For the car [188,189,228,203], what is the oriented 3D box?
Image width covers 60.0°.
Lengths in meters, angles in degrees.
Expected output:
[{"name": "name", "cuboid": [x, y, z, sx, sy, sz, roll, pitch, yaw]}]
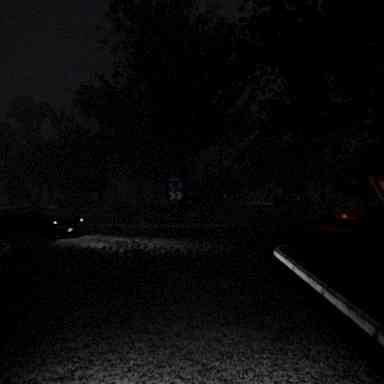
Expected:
[{"name": "car", "cuboid": [2.280, 0.639, 46.888, 5.566, 2.045, 2.150, 0, 1, 13]}]

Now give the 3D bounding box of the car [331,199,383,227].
[{"name": "car", "cuboid": [10.393, 1.183, 20.427, 5.008, 1.535, 1.882, -1, 2, -43]}]

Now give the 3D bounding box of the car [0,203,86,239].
[{"name": "car", "cuboid": [-7.344, 1.371, 15.932, 4.718, 1.301, 1.895, 0, 1, 30]}]

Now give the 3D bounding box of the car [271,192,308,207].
[{"name": "car", "cuboid": [11.749, 0.775, 40.324, 2.097, 1.767, 4.553, -1, 1, -31]}]

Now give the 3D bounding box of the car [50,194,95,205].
[{"name": "car", "cuboid": [-14.611, 0.962, 40.818, 2.033, 1.411, 5.357, 0, 1, 37]}]
